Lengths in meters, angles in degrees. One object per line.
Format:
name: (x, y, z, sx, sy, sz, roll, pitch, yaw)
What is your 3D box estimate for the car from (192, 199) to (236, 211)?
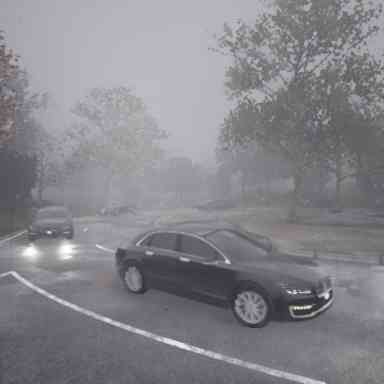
car: (2.652, 1.481, 39.360, 5.357, 1.411, 2.033, -1, 0, -33)

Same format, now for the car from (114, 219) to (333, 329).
car: (0.368, 1.501, 7.090, 4.892, 1.490, 1.837, -1, 0, 39)

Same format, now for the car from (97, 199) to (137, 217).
car: (-7.013, 1.477, 31.640, 2.128, 1.511, 4.902, 0, 0, 21)

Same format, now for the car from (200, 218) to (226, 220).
car: (0.674, 1.555, 10.839, 4.181, 1.385, 1.994, 0, 0, 45)

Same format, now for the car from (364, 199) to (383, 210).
car: (22.879, 1.507, 39.036, 4.892, 1.490, 1.837, 1, 0, 37)

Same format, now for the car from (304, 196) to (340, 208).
car: (17.515, 1.285, 45.005, 4.553, 1.767, 2.097, 0, 0, 12)

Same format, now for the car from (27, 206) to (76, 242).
car: (-6.940, 1.504, 16.633, 1.837, 1.490, 4.892, 0, 0, -19)
